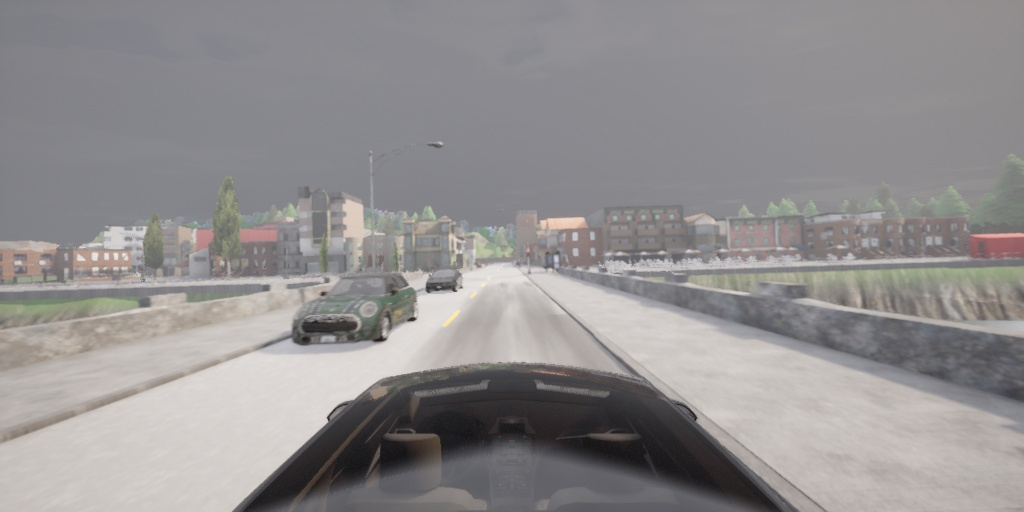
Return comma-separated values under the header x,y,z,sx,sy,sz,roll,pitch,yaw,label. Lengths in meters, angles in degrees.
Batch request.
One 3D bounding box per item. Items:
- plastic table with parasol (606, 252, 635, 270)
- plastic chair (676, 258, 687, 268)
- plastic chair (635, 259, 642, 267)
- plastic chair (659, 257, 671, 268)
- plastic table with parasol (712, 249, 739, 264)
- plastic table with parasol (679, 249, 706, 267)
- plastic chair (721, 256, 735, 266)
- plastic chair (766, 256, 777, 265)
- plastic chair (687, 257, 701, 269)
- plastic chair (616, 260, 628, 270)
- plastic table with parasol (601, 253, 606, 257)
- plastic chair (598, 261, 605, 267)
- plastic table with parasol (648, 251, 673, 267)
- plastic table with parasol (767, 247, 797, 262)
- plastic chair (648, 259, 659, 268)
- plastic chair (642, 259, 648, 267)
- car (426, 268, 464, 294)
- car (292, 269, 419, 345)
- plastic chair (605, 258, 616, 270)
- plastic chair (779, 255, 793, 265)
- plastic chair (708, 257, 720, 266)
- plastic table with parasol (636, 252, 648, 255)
x,y,z,sx,sy,sz,roll,pitch,yaw,label
14.569,0.640,48.264,2.482,2.480,2.482,0,0,-1,plastic table with parasol
22.013,1.001,47.004,0.730,1.272,0.750,0,0,-1,plastic chair
20.586,1.153,58.982,0.730,1.272,0.750,0,0,-1,plastic chair
22.149,1.040,51.807,0.750,1.272,0.730,0,0,-1,plastic chair
29.868,0.187,50.891,2.482,2.480,2.482,0,0,-1,plastic table with parasol
23.212,0.359,46.971,2.482,2.480,2.482,0,0,-1,plastic table with parasol
29.875,0.780,49.611,0.750,1.272,0.730,0,0,-1,plastic chair
36.028,0.592,50.092,0.730,1.272,0.750,0,0,-1,plastic chair
23.130,0.954,45.620,0.750,1.272,0.730,0,0,-1,plastic chair
14.416,1.237,47.002,0.750,1.272,0.730,0,0,-1,plastic chair
15.215,0.690,56.093,2.482,2.480,2.482,0,0,-1,plastic table with parasol
13.994,1.333,56.196,0.730,1.272,0.750,0,0,-1,plastic chair
22.231,0.445,53.158,2.482,2.480,2.482,0,0,-1,plastic table with parasol
37.157,-0.047,50.020,2.482,2.480,2.482,0,0,-1,plastic table with parasol
21.031,1.087,53.191,0.730,1.272,0.750,0,0,-1,plastic chair
21.772,1.103,57.602,0.750,1.272,0.730,0,0,-1,plastic chair
-4.377,1.563,23.859,1.882,1.535,5.008,-2,0,-1,car
-4.209,1.310,10.364,2.097,1.767,4.553,-2,-1,-1,car
13.298,1.284,48.387,0.730,1.272,0.750,0,0,-1,plastic chair
37.184,0.544,48.710,0.750,1.272,0.730,0,0,-1,plastic chair
28.689,0.829,50.991,0.730,1.272,0.750,0,0,-1,plastic chair
21.763,0.513,59.072,2.482,2.480,2.482,0,0,-1,plastic table with parasol
